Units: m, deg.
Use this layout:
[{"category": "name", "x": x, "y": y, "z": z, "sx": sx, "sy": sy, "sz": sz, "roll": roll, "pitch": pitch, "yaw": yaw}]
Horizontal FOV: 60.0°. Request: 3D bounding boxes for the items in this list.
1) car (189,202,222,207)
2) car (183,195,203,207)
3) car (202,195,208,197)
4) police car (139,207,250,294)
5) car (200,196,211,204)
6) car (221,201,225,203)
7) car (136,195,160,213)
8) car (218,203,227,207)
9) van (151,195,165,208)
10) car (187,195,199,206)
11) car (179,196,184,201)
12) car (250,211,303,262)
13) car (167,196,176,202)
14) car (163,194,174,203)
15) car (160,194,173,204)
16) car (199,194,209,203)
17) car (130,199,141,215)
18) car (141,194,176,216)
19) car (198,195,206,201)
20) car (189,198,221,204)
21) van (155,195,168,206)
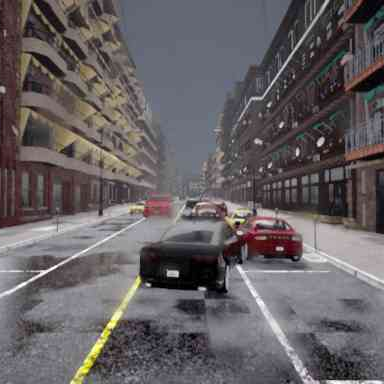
[{"category": "car", "x": 0.870, "y": 1.542, "z": 18.747, "sx": 1.812, "sy": 1.442, "sz": 4.674, "roll": 0, "pitch": 0, "yaw": 0}, {"category": "car", "x": 0.120, "y": 1.547, "z": 45.601, "sx": 1.882, "sy": 1.535, "sz": 5.008, "roll": 0, "pitch": 0, "yaw": 0}, {"category": "car", "x": 2.719, "y": 1.645, "z": 56.320, "sx": 1.887, "sy": 1.381, "sz": 4.507, "roll": 1, "pitch": 0, "yaw": 0}, {"category": "police car", "x": 0.298, "y": 1.431, "z": 9.129, "sx": 1.930, "sy": 1.638, "sz": 5.238, "roll": 0, "pitch": 0, "yaw": 15}, {"category": "car", "x": 2.755, "y": 1.580, "z": 67.383, "sx": 1.967, "sy": 1.590, "sz": 4.097, "roll": 1, "pitch": 0, "yaw": 0}, {"category": "car", "x": 2.666, "y": 1.588, "z": 34.197, "sx": 1.887, "sy": 1.381, "sz": 4.507, "roll": 1, "pitch": 0, "yaw": 0}, {"category": "car", "x": -5.194, "y": 1.371, "z": 39.811, "sx": 2.192, "sy": 1.841, "sz": 5.009, "roll": 2, "pitch": 0, "yaw": 0}, {"category": "car", "x": 2.628, "y": 1.540, "z": 17.777, "sx": 1.752, "sy": 1.417, "sz": 4.829, "roll": 1, "pitch": 0, "yaw": 0}, {"category": "van", "x": -5.169, "y": 1.424, "z": 50.869, "sx": 1.690, "sy": 1.788, "sz": 3.998, "roll": 2, "pitch": 0, "yaw": 0}, {"category": "car", "x": 0.143, "y": 1.463, "z": 59.439, "sx": 2.097, "sy": 1.767, "sz": 4.553, "roll": 0, "pitch": 0, "yaw": 0}, {"category": "car", "x": -2.539, "y": 1.754, "z": 88.032, "sx": 1.812, "sy": 1.442, "sz": 4.674, "roll": 0, "pitch": 0, "yaw": 0}, {"category": "car", "x": 2.614, "y": 1.553, "z": 12.075, "sx": 1.887, "sy": 1.381, "sz": 4.507, "roll": 1, "pitch": 0, "yaw": 0}, {"category": "car", "x": -5.096, "y": 1.775, "z": 84.054, "sx": 1.947, "sy": 1.339, "sz": 4.313, "roll": 1, "pitch": 0, "yaw": 0}, {"category": "car", "x": -5.116, "y": 1.477, "z": 72.992, "sx": 2.192, "sy": 1.841, "sz": 5.009, "roll": 1, "pitch": 0, "yaw": 0}, {"category": "car", "x": -5.130, "y": 1.456, "z": 67.462, "sx": 2.192, "sy": 1.841, "sz": 5.009, "roll": 1, "pitch": 0, "yaw": 0}, {"category": "car", "x": 2.742, "y": 1.499, "z": 78.445, "sx": 2.192, "sy": 1.841, "sz": 5.009, "roll": 1, "pitch": 0, "yaw": 0}, {"category": "car", "x": -5.214, "y": 1.569, "z": 34.109, "sx": 1.752, "sy": 1.417, "sz": 4.829, "roll": 2, "pitch": 0, "yaw": 0}, {"category": "car", "x": -2.779, "y": 1.254, "z": 29.063, "sx": 2.150, "sy": 2.045, "sz": 5.566, "roll": 0, "pitch": 0, "yaw": 0}, {"category": "car", "x": 2.765, "y": 1.676, "z": 89.507, "sx": 1.967, "sy": 1.590, "sz": 4.097, "roll": 1, "pitch": 0, "yaw": 0}, {"category": "car", "x": 0.885, "y": 1.481, "z": 24.941, "sx": 1.801, "sy": 1.575, "sz": 5.366, "roll": 0, "pitch": 0, "yaw": 0}, {"category": "van", "x": -5.157, "y": 1.442, "z": 56.401, "sx": 1.690, "sy": 1.788, "sz": 3.998, "roll": 1, "pitch": 0, "yaw": 0}]
